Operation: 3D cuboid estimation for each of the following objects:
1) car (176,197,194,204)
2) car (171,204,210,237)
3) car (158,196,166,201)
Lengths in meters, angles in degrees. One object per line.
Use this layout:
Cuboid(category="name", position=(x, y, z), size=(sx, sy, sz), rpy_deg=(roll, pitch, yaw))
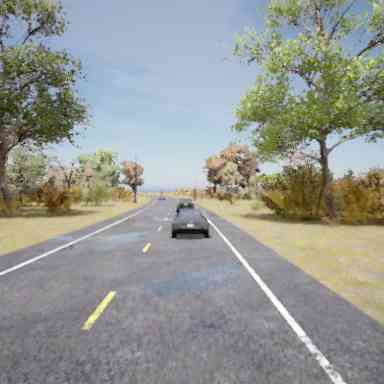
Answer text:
Cuboid(category="car", position=(-0.808, 1.418, 39.805), size=(2.097, 1.767, 4.553), rpy_deg=(0, 0, -2))
Cuboid(category="car", position=(-0.112, 1.599, 18.218), size=(1.994, 1.385, 4.181), rpy_deg=(0, 0, -1))
Cuboid(category="car", position=(-7.932, 1.688, 88.889), size=(1.994, 1.385, 4.181), rpy_deg=(0, 0, -6))
